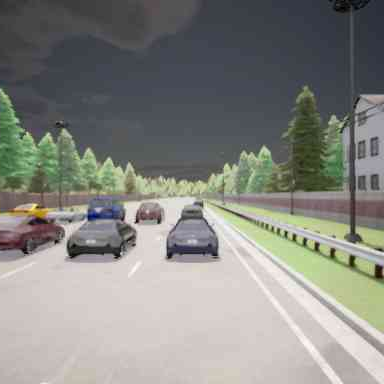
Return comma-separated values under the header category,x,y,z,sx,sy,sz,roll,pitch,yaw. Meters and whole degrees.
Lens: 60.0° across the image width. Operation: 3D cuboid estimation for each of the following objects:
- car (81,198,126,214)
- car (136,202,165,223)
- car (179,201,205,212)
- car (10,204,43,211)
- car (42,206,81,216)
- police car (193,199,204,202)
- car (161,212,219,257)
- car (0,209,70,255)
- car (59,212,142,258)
category,x,y,z,sx,sy,sz,roll,pitch,yaw
car,-6.999,1.527,27.560,2.150,2.045,5.566,0,0,0
car,-3.490,1.662,28.406,2.097,1.767,4.553,0,-1,0
car,0.010,1.819,28.481,1.837,1.490,4.892,0,0,0
car,-13.984,1.798,29.237,1.882,1.535,5.008,0,0,0
car,-10.493,1.910,28.223,1.895,1.301,4.718,0,-1,0
police car,1.211,2.099,61.620,1.930,1.638,5.238,0,-1,0
car,0.018,1.714,13.551,1.994,1.385,4.181,0,-1,0
car,-6.983,1.678,13.873,1.812,1.442,4.674,0,0,0
car,-3.486,1.714,13.544,1.994,1.385,4.181,0,-1,1
